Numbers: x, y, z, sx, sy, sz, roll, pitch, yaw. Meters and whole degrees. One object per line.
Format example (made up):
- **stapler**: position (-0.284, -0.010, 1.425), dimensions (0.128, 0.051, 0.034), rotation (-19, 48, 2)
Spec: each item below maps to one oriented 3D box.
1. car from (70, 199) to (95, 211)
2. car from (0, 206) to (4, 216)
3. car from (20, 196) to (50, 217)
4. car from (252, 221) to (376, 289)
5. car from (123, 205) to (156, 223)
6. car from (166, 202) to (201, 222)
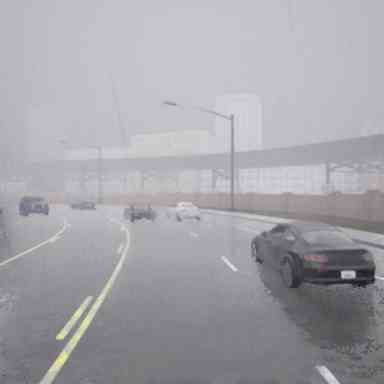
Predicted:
- **car**: position (-14.347, 1.651, 43.540), dimensions (2.163, 1.488, 4.792), rotation (-1, 0, -39)
- **car**: position (-21.440, 1.893, 35.468), dimensions (1.895, 1.301, 4.718), rotation (-1, 0, -39)
- **car**: position (-16.258, 1.426, 34.197), dimensions (2.150, 2.045, 5.566), rotation (-1, 0, -34)
- **car**: position (2.991, 1.516, 9.050), dimensions (1.812, 1.442, 4.674), rotation (0, 0, -5)
- **car**: position (-4.259, 1.644, 26.406), dimensions (1.895, 1.301, 4.718), rotation (-1, 0, -20)
- **car**: position (-0.729, 1.533, 26.716), dimensions (1.812, 1.442, 4.674), rotation (0, 0, -19)
